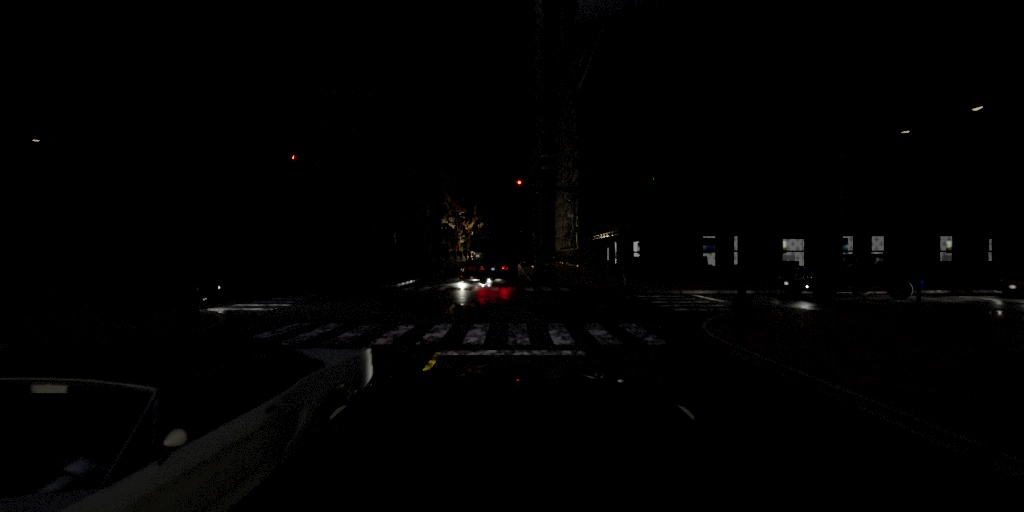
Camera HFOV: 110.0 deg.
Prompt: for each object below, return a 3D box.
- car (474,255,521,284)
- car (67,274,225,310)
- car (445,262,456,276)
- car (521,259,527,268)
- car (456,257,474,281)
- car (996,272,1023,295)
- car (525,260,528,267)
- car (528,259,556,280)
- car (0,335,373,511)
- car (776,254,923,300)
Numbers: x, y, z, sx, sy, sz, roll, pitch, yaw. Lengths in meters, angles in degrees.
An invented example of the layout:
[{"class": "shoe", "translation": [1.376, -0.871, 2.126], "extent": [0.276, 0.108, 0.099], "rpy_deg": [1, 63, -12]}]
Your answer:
[{"class": "car", "translation": [-0.902, 0.973, 26.787], "extent": [2.150, 2.045, 5.566], "rpy_deg": [0, 0, 8]}, {"class": "car", "translation": [-14.255, 1.382, 14.169], "extent": [4.718, 1.301, 1.895], "rpy_deg": [0, 0, 3]}, {"class": "car", "translation": [-5.714, 1.297, 36.499], "extent": [1.888, 1.381, 4.507], "rpy_deg": [0, 0, 0]}, {"class": "car", "translation": [2.652, 1.315, 59.232], "extent": [1.948, 1.339, 4.313], "rpy_deg": [0, 0, 0]}, {"class": "car", "translation": [-3.119, 1.104, 29.998], "extent": [2.097, 1.767, 4.553], "rpy_deg": [0, 0, 0]}, {"class": "car", "translation": [25.777, 1.164, 16.656], "extent": [4.902, 1.511, 2.128], "rpy_deg": [0, 0, 1]}, {"class": "car", "translation": [2.667, 1.318, 36.507], "extent": [1.948, 1.339, 4.313], "rpy_deg": [0, 0, 0]}, {"class": "car", "translation": [2.671, 1.191, 30.826], "extent": [1.967, 1.591, 4.097], "rpy_deg": [0, 0, 0]}, {"class": "car", "translation": [-2.784, 1.351, 2.294], "extent": [1.895, 1.301, 4.718], "rpy_deg": [0, 0, 3]}, {"class": "car", "translation": [15.702, 0.925, 16.863], "extent": [5.566, 2.045, 2.150], "rpy_deg": [0, 0, 1]}]
